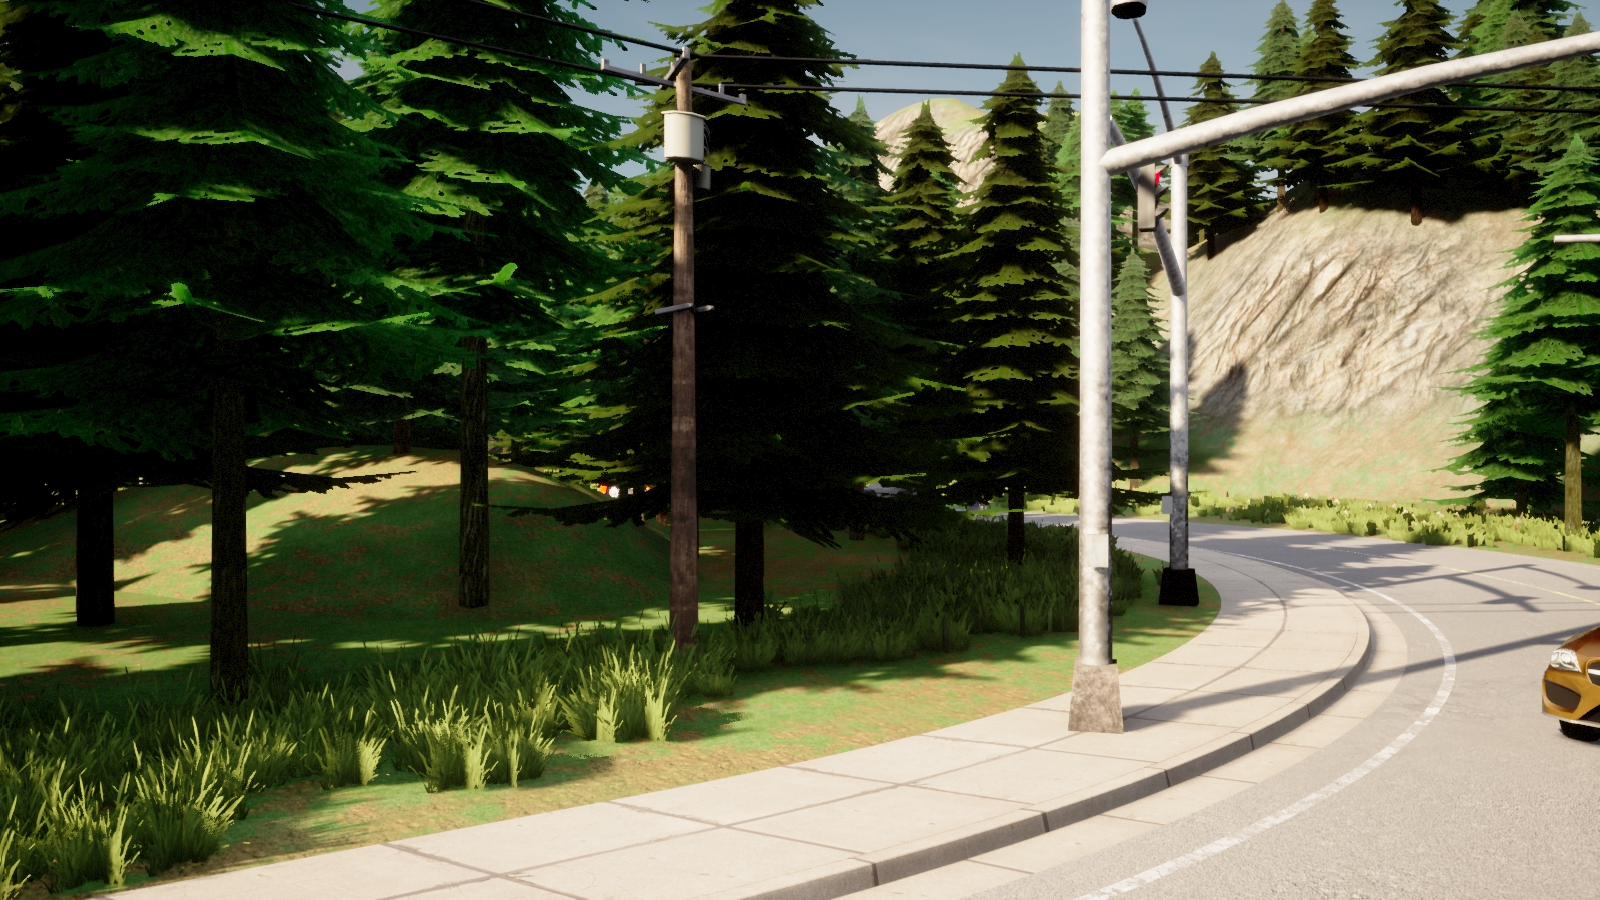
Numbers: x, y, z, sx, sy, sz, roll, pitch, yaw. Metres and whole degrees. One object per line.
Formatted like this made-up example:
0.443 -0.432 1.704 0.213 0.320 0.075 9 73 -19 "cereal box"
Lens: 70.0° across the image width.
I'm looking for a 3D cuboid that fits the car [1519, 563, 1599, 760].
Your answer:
9.577 1.970 11.147 5.027 1.651 2.152 0 0 -29 "car"
